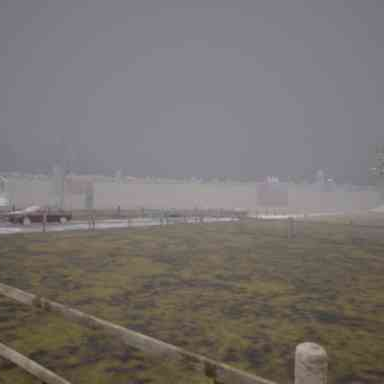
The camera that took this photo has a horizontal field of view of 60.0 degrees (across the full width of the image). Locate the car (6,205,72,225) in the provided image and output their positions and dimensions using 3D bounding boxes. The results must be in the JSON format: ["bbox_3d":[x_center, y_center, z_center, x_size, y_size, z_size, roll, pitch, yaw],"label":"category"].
[{"bbox_3d":[-11.987,1.769,26.295,1.882,1.535,5.008,2,-1,34],"label":"car"}]

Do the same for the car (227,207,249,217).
[{"bbox_3d":[7.584,3.284,54.561,1.882,1.535,5.008,2,-2,35],"label":"car"}]

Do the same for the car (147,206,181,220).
[{"bbox_3d":[-3.196,2.445,39.081,2.128,1.511,4.902,2,-1,35],"label":"car"}]
